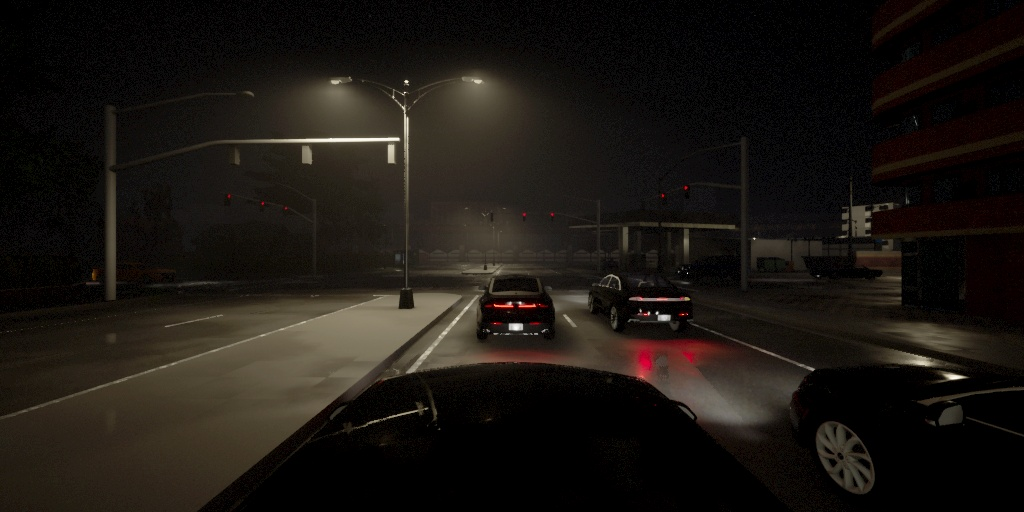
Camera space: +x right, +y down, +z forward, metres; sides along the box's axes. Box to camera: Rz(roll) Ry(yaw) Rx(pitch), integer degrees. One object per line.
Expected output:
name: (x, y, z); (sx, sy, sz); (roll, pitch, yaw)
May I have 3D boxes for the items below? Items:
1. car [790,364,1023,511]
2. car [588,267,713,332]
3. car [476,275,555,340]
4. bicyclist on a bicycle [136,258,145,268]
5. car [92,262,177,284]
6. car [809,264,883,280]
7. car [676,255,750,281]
car: (3.600, 1.255, 1.463); (1.837, 1.490, 4.892); (0, 0, 0)
car: (3.604, 1.242, 10.871); (2.128, 1.511, 4.902); (0, 0, 0)
car: (0.097, 1.255, 10.016); (1.837, 1.490, 4.892); (0, 0, 0)
bicyclist on a bicycle: (-38.222, 1.053, 36.751); (0.582, 1.620, 1.656); (0, 0, 0)
car: (-27.587, 1.228, 26.331); (5.008, 1.535, 1.882); (0, 0, 0)
car: (27.830, 1.351, 30.023); (4.718, 1.301, 1.895); (0, 0, -1)
car: (16.637, 0.972, 29.864); (5.566, 2.045, 2.150); (0, 0, -1)
